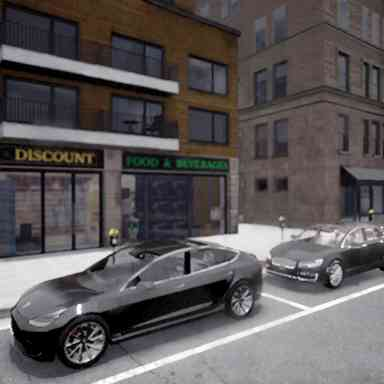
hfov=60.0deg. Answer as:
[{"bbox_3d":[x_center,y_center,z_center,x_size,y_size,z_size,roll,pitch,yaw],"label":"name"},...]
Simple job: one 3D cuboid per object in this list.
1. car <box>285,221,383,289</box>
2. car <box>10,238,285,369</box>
[{"bbox_3d":[3.861,1.498,8.907,4.403,1.369,2.008,0,0,-35],"label":"car"},{"bbox_3d":[-0.646,1.549,5.723,4.313,1.339,1.947,0,0,-35],"label":"car"}]
